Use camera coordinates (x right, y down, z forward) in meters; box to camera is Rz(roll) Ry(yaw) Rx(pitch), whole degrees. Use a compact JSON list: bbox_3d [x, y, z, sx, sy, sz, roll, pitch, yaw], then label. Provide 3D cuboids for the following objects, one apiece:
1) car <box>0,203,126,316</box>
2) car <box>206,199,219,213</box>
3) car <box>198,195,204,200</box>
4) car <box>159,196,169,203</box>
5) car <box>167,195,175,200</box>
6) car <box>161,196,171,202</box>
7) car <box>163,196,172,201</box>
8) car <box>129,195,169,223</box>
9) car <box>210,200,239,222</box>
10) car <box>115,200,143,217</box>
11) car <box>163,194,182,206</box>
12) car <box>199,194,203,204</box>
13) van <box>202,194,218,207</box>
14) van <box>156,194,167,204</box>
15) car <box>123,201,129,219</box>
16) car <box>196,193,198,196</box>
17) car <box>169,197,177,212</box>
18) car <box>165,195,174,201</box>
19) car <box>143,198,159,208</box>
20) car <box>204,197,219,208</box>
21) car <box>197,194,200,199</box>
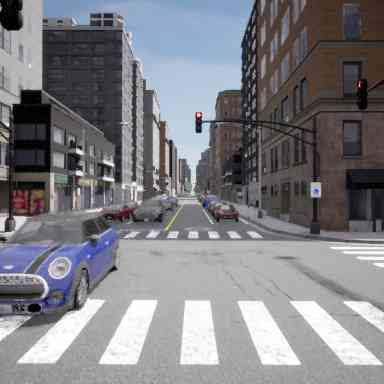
[{"bbox_3d":[-3.099,1.316,7.696,2.097,1.767,4.553,0,0,0],"label":"car"},{"bbox_3d":[2.624,1.589,31.651,1.802,1.307,4.206,1,0,0],"label":"car"},{"bbox_3d":[2.523,1.565,94.229,1.752,1.417,4.829,1,0,0],"label":"car"},{"bbox_3d":[-5.966,1.609,71.356,1.802,1.307,4.206,1,0,0],"label":"car"},{"bbox_3d":[-6.003,1.584,94.048,1.887,1.381,4.507,1,0,0],"label":"car"},{"bbox_3d":[-5.975,1.582,77.029,2.008,1.369,4.403,1,0,0],"label":"car"},{"bbox_3d":[-5.985,1.600,82.702,1.947,1.339,4.313,1,0,0],"label":"car"},{"bbox_3d":[-3.133,1.358,25.096,2.097,1.767,4.553,0,0,0],"label":"car"},{"bbox_3d":[2.634,1.588,25.978,1.802,1.307,4.206,1,0,0],"label":"car"},{"bbox_3d":[-5.901,1.552,31.646,1.887,1.381,4.507,1,0,0],"label":"car"},{"bbox_3d":[-3.151,1.507,51.684,2.128,1.511,4.902,0,0,0],"label":"car"},{"bbox_3d":[2.599,1.329,48.672,2.192,1.841,5.009,1,0,0],"label":"car"},{"bbox_3d":[2.608,1.353,42.999,1.690,1.788,3.998,1,0,0],"label":"van"},{"bbox_3d":[-5.955,1.365,65.683,1.690,1.788,3.998,1,0,0],"label":"van"},{"bbox_3d":[-5.892,1.551,25.973,1.887,1.381,4.507,1,0,0],"label":"car"},{"bbox_3d":[2.543,1.349,82.712,2.192,1.841,5.009,1,0,0],"label":"car"},{"bbox_3d":[-3.157,1.574,38.659,1.994,1.385,4.181,0,0,0],"label":"car"},{"bbox_3d":[-5.994,1.603,88.375,1.947,1.339,4.313,1,0,0],"label":"car"},{"bbox_3d":[-5.929,1.596,48.665,1.802,1.307,4.206,1,0,0],"label":"car"},{"bbox_3d":[2.615,1.591,37.325,1.802,1.307,4.206,1,0,0],"label":"car"},{"bbox_3d":[2.559,1.593,71.365,1.947,1.339,4.313,1,0,0],"label":"car"}]
